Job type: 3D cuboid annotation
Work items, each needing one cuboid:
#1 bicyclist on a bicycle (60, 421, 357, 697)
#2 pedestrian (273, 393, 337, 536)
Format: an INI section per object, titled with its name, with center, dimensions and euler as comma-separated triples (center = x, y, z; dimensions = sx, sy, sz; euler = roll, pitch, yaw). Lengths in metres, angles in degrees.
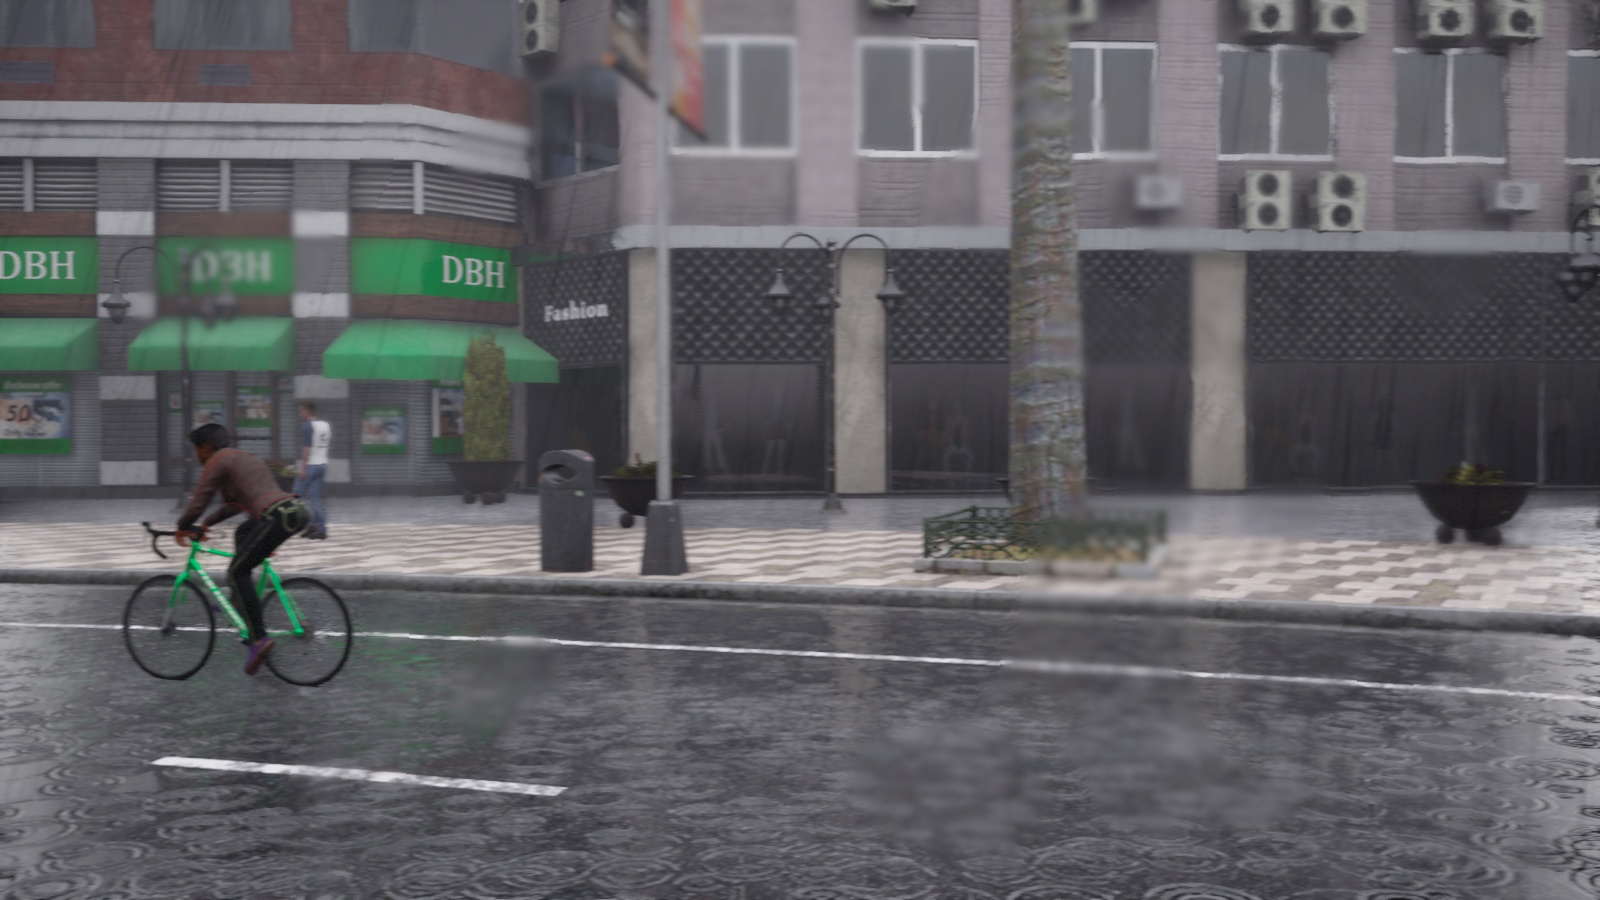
[bicyclist on a bicycle]
center = -3.683, 0.633, 7.843
dimensions = 1.656, 1.620, 0.582
euler = 0, 1, 13
[pedestrian]
center = -6.450, 0.182, 16.368
dimensions = 0.706, 1.836, 0.354
euler = 0, 1, 16
